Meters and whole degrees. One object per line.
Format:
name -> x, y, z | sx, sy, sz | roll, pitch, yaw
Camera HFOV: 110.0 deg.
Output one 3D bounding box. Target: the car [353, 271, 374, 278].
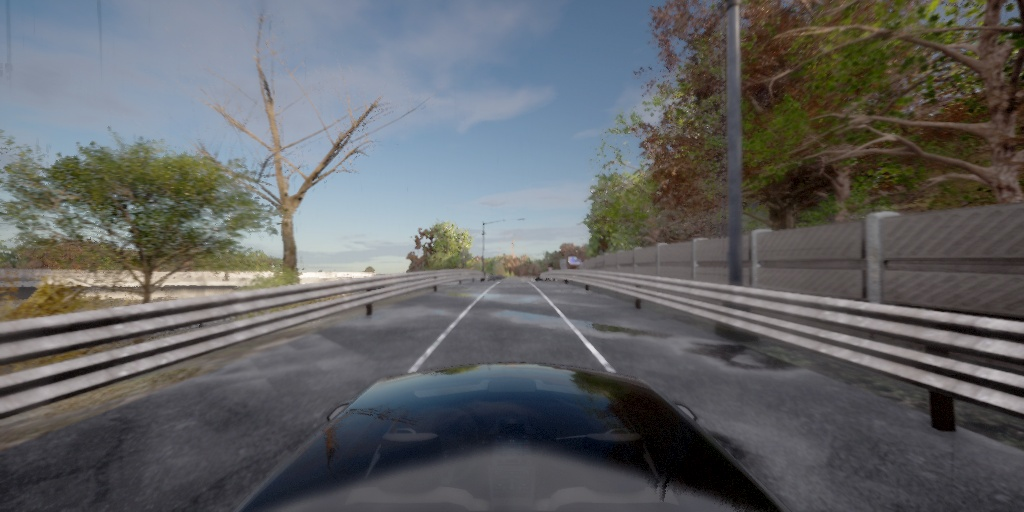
car -> -22.693, 3.236, 57.263 | 5.008, 1.535, 1.882 | 3, -5, -38
